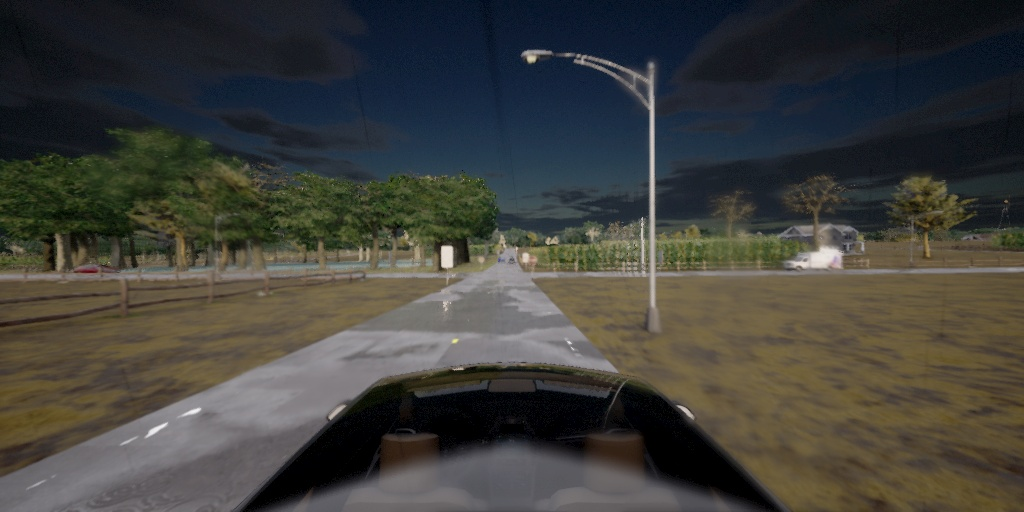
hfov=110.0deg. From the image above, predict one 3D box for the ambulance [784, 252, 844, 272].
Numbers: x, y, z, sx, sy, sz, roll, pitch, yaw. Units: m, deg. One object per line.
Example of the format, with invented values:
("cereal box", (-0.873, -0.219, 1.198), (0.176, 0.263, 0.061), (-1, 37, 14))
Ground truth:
("ambulance", (39.412, 0.807, 47.090), (6.366, 2.431, 2.351), (-1, 2, 0))
